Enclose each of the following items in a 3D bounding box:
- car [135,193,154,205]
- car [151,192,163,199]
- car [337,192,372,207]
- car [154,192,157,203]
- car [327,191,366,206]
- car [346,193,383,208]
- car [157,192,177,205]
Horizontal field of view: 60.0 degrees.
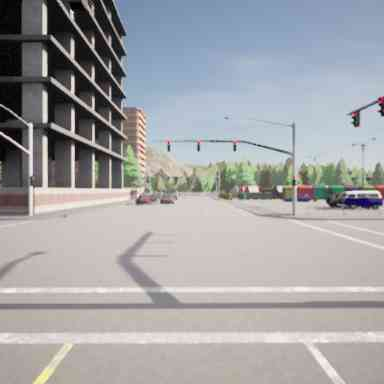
[{"bbox_3d":[-7.442,1.206,51.022,1.882,1.535,5.008,0,0,0],"label":"car"},{"bbox_3d":[-7.365,0.782,70.086,2.033,1.411,5.357,0,0,0],"label":"car"},{"bbox_3d":[24.959,1.144,50.937,3.905,1.438,1.784,0,0,0],"label":"car"},{"bbox_3d":[-7.361,1.174,62.115,1.837,1.490,4.892,0,0,0],"label":"car"},{"bbox_3d":[24.926,0.919,53.620,4.605,1.855,1.932,0,0,0],"label":"car"},{"bbox_3d":[24.939,1.191,48.042,3.806,1.475,1.970,0,0,0],"label":"car"},{"bbox_3d":[-3.930,1.070,52.879,2.097,1.767,4.553,0,0,0],"label":"car"}]
